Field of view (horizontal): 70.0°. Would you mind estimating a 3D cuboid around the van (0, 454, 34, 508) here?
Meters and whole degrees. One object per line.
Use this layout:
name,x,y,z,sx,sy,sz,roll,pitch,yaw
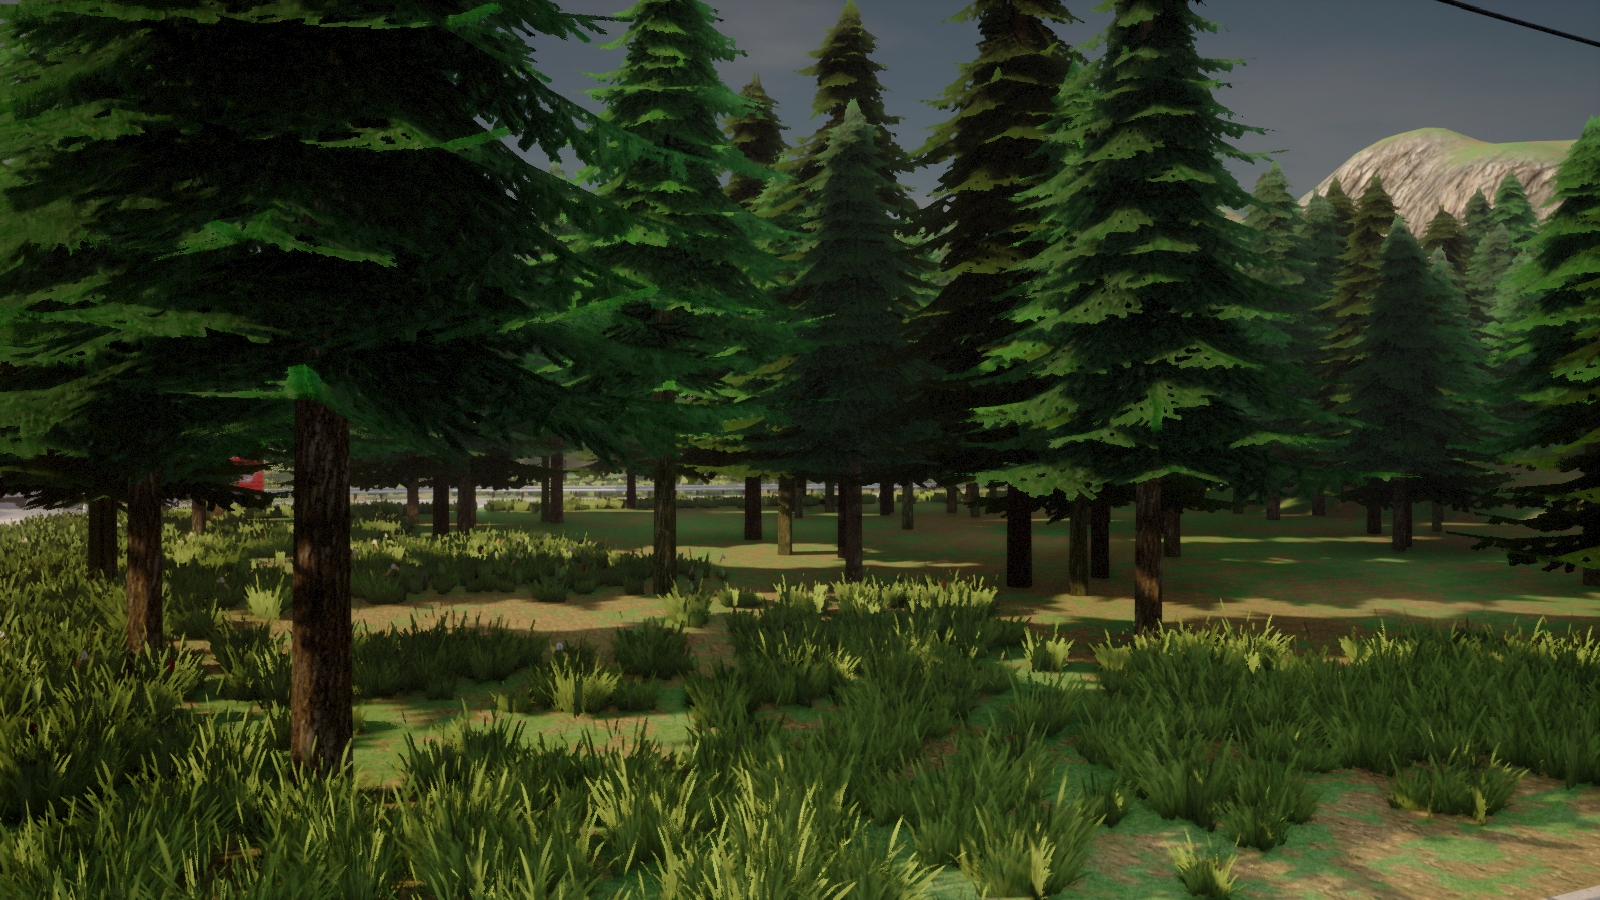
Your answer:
van,-40.788,1.528,57.287,5.915,2.561,1.988,0,1,36
